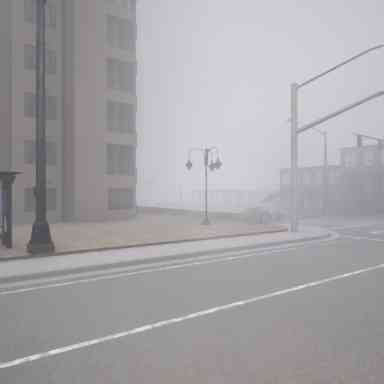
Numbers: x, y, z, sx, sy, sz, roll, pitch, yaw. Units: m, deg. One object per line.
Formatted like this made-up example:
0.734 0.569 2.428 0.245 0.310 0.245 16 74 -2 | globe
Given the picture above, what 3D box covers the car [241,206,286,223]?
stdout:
6.806 2.130 32.364 2.097 1.767 4.553 0 -7 -36 | car
